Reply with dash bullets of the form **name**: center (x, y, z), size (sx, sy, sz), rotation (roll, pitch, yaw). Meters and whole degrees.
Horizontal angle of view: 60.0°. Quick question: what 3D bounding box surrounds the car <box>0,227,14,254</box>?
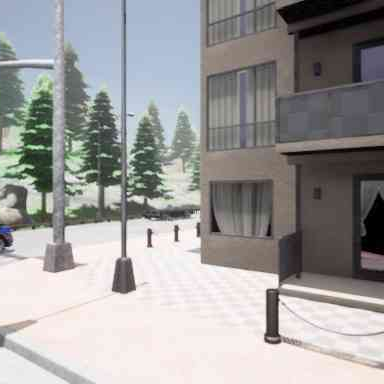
- **car**: center (-8.623, 1.491, 11.053), size (1.882, 1.535, 5.008), rotation (0, 0, 34)

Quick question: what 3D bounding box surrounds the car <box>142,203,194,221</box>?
- **car**: center (-1.883, 1.621, 27.146), size (1.895, 1.301, 4.718), rotation (0, 0, 35)
